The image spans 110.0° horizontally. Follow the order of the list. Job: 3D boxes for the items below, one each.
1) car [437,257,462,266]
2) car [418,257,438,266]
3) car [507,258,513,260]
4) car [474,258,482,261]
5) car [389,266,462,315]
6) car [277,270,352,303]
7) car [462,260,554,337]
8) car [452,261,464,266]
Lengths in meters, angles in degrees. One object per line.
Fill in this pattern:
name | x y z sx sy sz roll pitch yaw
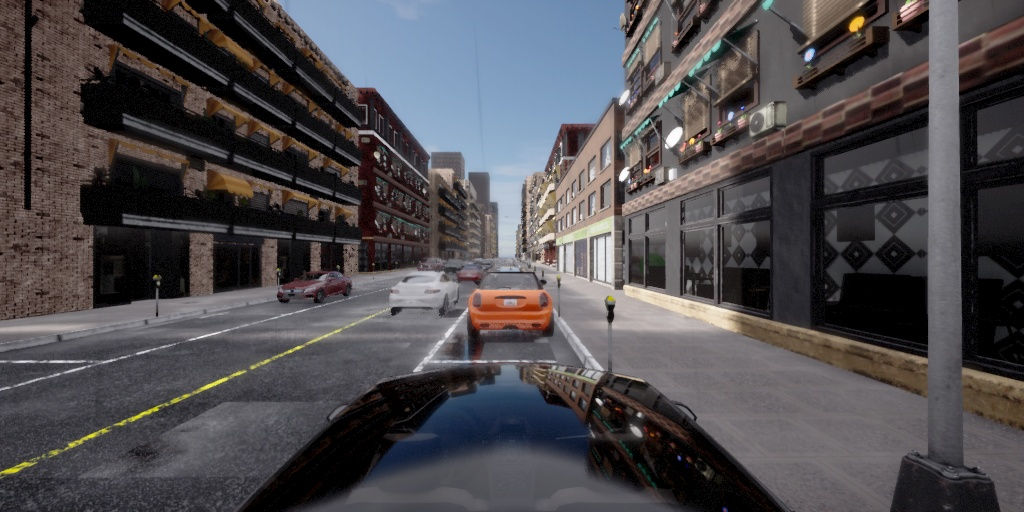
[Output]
car | -6.230 1.101 38.384 2.097 1.767 4.553 0 0 0
car | -8.837 1.064 39.007 2.192 1.841 5.009 0 0 0
car | -0.456 1.275 39.173 1.751 1.417 4.829 0 0 0
car | -3.060 1.240 43.728 2.128 1.511 4.902 0 0 0
car | -3.144 1.276 13.468 1.812 1.442 4.674 0 0 0
car | -8.837 1.333 16.462 1.802 1.307 4.207 0 0 0
car | -0.032 1.103 10.469 2.097 1.767 4.553 0 0 0
car | -3.063 1.314 27.591 1.994 1.385 4.181 0 0 0
